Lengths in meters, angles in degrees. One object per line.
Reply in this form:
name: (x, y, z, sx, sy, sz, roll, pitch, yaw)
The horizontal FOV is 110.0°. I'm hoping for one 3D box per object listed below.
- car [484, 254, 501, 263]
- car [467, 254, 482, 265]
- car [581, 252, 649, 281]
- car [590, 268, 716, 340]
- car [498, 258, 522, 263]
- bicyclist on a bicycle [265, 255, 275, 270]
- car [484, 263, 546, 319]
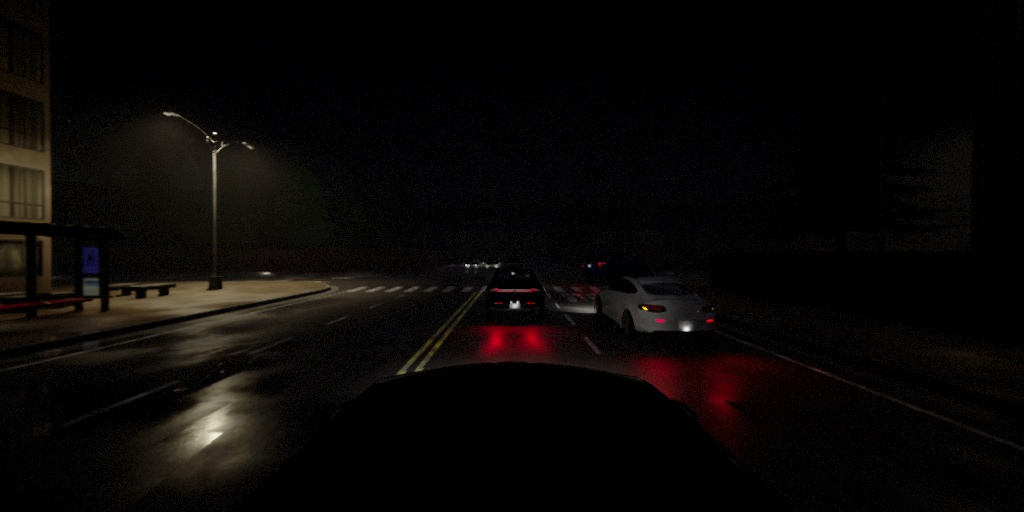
car: (-3.518, 0.787, 64.316, 1.882, 1.535, 5.008, 0, 0, 0)
car: (-7.017, 0.811, 64.486, 1.837, 1.490, 4.892, 0, 1, 0)
car: (7.339, 0.754, 25.210, 5.566, 2.045, 2.150, 0, -2, -35)
car: (3.576, 1.220, 9.641, 1.812, 1.442, 4.674, 0, 0, 0)
car: (0.089, 1.037, 28.641, 1.812, 1.442, 4.674, 0, 0, 0)
bicyclist on a bicycle: (-27.267, 0.723, 40.425, 0.582, 1.620, 1.656, 0, 1, 0)
car: (0.085, 1.166, 12.448, 2.128, 1.511, 4.902, 0, 0, 0)
